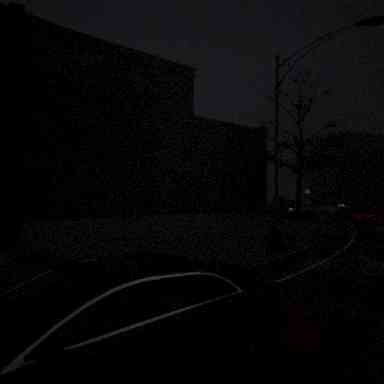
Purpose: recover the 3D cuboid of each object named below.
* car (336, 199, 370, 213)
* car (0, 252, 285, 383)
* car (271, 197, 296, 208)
[{"bbox_3d":[17.949,1.481,37.326,2.128,1.511,4.902,1,0,-1],"label":"car"},{"bbox_3d":[-1.006,1.511,3.545,4.902,1.511,2.128,0,0,-40],"label":"car"},{"bbox_3d":[13.096,1.453,46.967,2.033,1.411,5.357,1,0,-16],"label":"car"}]
